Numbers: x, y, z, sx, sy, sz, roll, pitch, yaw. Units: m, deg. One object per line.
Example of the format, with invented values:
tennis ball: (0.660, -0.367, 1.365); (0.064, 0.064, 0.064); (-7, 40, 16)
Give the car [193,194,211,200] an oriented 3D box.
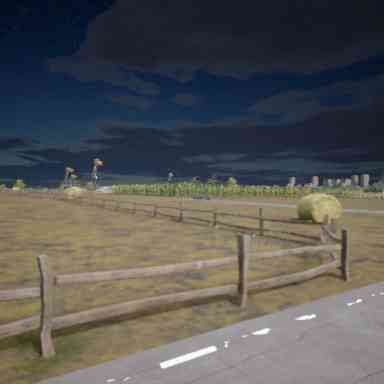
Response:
car: (1.991, 1.017, 67.877); (1.994, 1.385, 4.181); (3, 0, -35)
